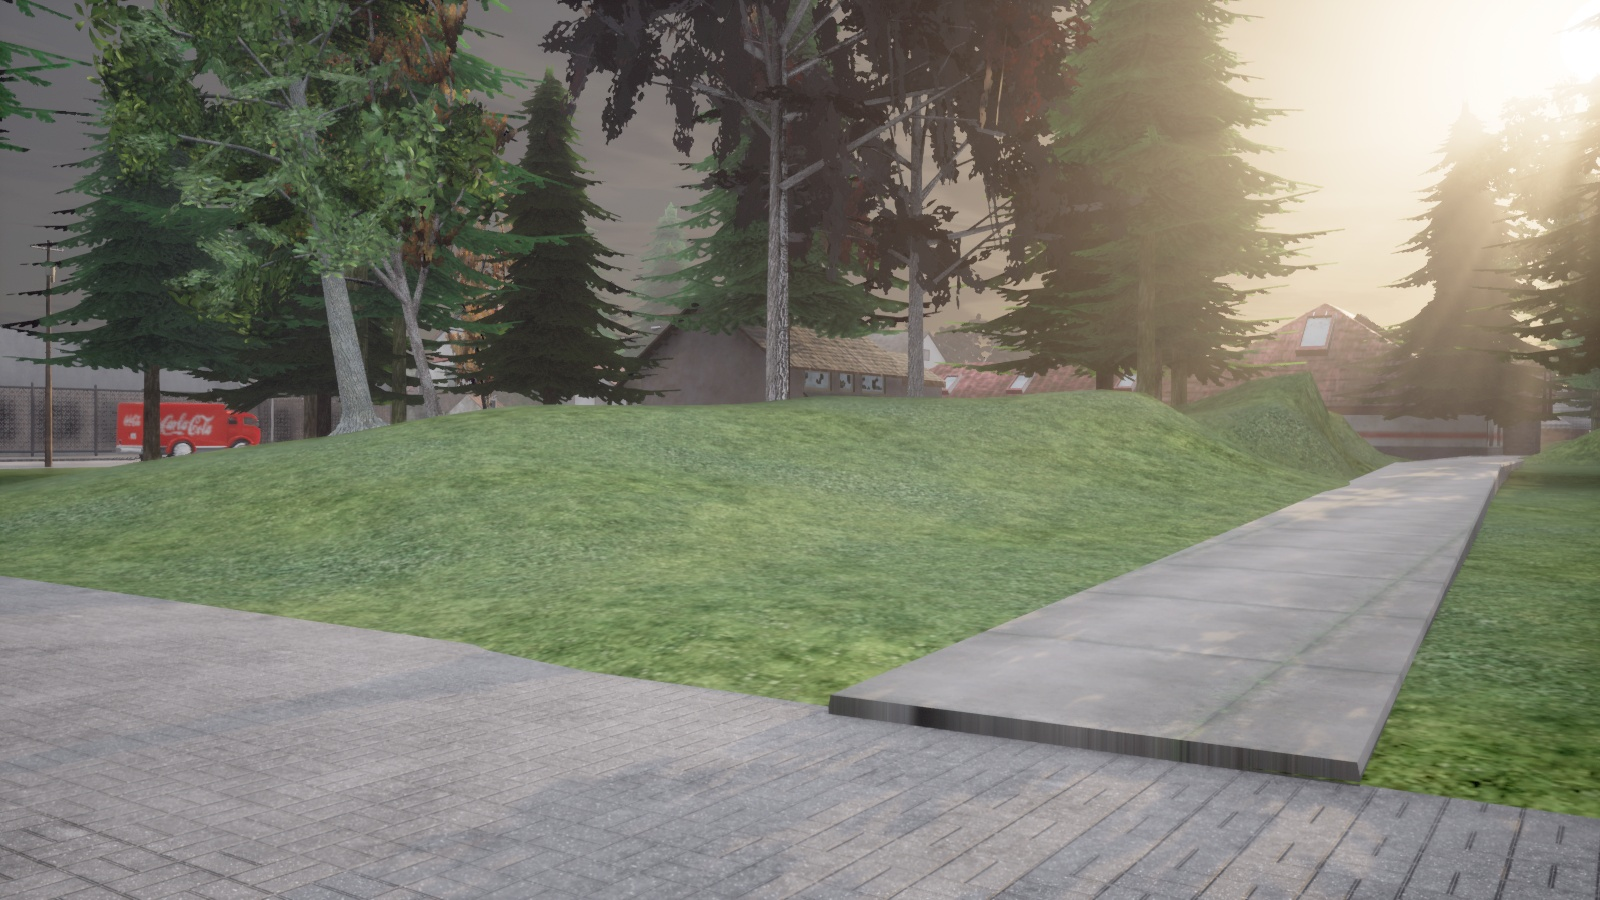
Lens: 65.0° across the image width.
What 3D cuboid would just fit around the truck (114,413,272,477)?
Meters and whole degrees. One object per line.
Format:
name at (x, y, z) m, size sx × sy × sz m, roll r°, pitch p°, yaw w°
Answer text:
truck at (-24.846, -0.233, 51.577) m, size 2.627 × 2.467 × 5.204 m, roll 0°, pitch 1°, yaw 34°
